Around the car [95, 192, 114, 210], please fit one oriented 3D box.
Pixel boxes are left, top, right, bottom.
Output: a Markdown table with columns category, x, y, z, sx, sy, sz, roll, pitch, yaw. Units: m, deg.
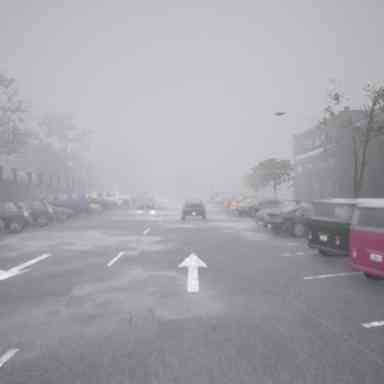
| category | x | y | z | sx | sy | sz | roll | pitch | yaw |
| --- | --- | --- | --- | --- | --- | --- | --- | --- | --- |
| car | -10.864 | 1.031 | 32.584 | 5.566 | 2.045 | 2.435 | -1 | 0 | -20 |

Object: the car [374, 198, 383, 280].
| category | x | y | z | sx | sy | sz | roll | pitch | yaw |
| --- | --- | --- | --- | --- | --- | --- | --- | --- | --- |
| car | 5.987 | 1.205 | 5.097 | 5.566 | 2.045 | 2.435 | 1 | 1 | -20 |

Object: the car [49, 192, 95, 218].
| category | x | y | z | sx | sy | sz | roll | pitch | yaw |
| --- | --- | --- | --- | --- | --- | --- | --- | --- | --- |
| car | -10.933 | 1.070 | 26.521 | 5.566 | 2.045 | 2.435 | -1 | 1 | -20 |

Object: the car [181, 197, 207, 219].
| category | x | y | z | sx | sy | sz | roll | pitch | yaw |
| --- | --- | --- | --- | --- | --- | --- | --- | --- | --- |
| car | 0.146 | 1.337 | 27.382 | 1.837 | 1.490 | 4.892 | 0 | 1 | 0 |

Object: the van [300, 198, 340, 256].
| category | x | y | z | sx | sy | sz | roll | pitch | yaw |
| --- | --- | --- | --- | --- | --- | --- | --- | --- | --- |
| van | 6.129 | 1.196 | 11.073 | 4.442 | 1.987 | 1.878 | 1 | 0 | -20 |

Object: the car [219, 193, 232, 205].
| category | x | y | z | sx | sy | sz | roll | pitch | yaw |
| --- | --- | --- | --- | --- | --- | --- | --- | --- | --- |
| car | 6.232 | 1.253 | 37.731 | 5.366 | 1.575 | 1.946 | 1 | 0 | -20 |

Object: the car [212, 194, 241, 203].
| category | x | y | z | sx | sy | sz | roll | pitch | yaw |
| --- | --- | --- | --- | --- | --- | --- | --- | --- | --- |
| car | 6.097 | 1.162 | 58.371 | 4.674 | 1.452 | 2.002 | 1 | 0 | -20 |

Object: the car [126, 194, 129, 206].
| category | x | y | z | sx | sy | sz | roll | pitch | yaw |
| --- | --- | --- | --- | --- | --- | --- | --- | --- | --- |
| car | -10.849 | 1.254 | 41.657 | 4.792 | 1.488 | 2.163 | -1 | 0 | -20 |

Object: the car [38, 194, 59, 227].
| category | x | y | z | sx | sy | sz | roll | pitch | yaw |
| --- | --- | --- | --- | --- | --- | --- | --- | --- | --- |
| car | -10.885 | 1.233 | 20.496 | 4.553 | 1.767 | 2.185 | -1 | 1 | -20 |

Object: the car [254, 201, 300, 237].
| category | x | y | z | sx | sy | sz | roll | pitch | yaw |
| --- | --- | --- | --- | --- | --- | --- | --- | --- | --- |
| car | 6.027 | 1.386 | 16.942 | 4.892 | 1.521 | 2.231 | 1 | 0 | -20 |

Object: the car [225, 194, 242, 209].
| category | x | y | z | sx | sy | sz | roll | pitch | yaw |
| --- | --- | --- | --- | --- | --- | --- | --- | --- | --- |
| car | 6.221 | 1.290 | 31.814 | 5.366 | 1.575 | 1.946 | 1 | 0 | -20 |

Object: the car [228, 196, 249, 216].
| category | x | y | z | sx | sy | sz | roll | pitch | yaw |
| --- | --- | --- | --- | --- | --- | --- | --- | --- | --- |
| car | 6.023 | 1.339 | 28.768 | 4.792 | 1.488 | 2.163 | 1 | 1 | -20 |

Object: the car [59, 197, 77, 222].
| category | x | y | z | sx | sy | sz | roll | pitch | yaw |
| --- | --- | --- | --- | --- | --- | --- | --- | --- | --- |
| car | -10.877 | 1.369 | 23.521 | 4.792 | 1.488 | 2.163 | -1 | 0 | -20 |

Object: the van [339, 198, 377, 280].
| category | x | y | z | sx | sy | sz | roll | pitch | yaw |
| --- | --- | --- | --- | --- | --- | --- | --- | --- | --- |
| van | 6.124 | 1.214 | 8.114 | 4.442 | 1.987 | 1.878 | 1 | 0 | -20 |

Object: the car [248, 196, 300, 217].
| category | x | y | z | sx | sy | sz | roll | pitch | yaw |
| --- | --- | --- | --- | --- | --- | --- | --- | --- | --- |
| car | 6.063 | 1.241 | 19.916 | 4.553 | 1.767 | 2.185 | 1 | 1 | -20 |

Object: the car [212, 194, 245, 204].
| category | x | y | z | sx | sy | sz | roll | pitch | yaw |
| --- | --- | --- | --- | --- | --- | --- | --- | --- | --- |
| car | 6.098 | 1.142 | 55.414 | 4.892 | 1.521 | 2.231 | 1 | 1 | -20 |

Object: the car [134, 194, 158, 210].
| category | x | y | z | sx | sy | sz | roll | pitch | yaw |
| --- | --- | --- | --- | --- | --- | --- | --- | --- | --- |
| car | -5.031 | 1.268 | 38.059 | 1.837 | 1.490 | 4.892 | 0 | 0 | 0 |

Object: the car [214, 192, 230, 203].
| category | x | y | z | sx | sy | sz | roll | pitch | yaw |
| --- | --- | --- | --- | --- | --- | --- | --- | --- | --- |
| car | 6.079 | 1.199 | 46.543 | 4.892 | 1.521 | 2.231 | 1 | 1 | -20 |

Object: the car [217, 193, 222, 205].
| category | x | y | z | sx | sy | sz | roll | pitch | yaw |
| --- | --- | --- | --- | --- | --- | --- | --- | --- | --- |
| car | 6.064 | 1.235 | 40.627 | 5.008 | 1.535 | 2.097 | 1 | 1 | -20 |

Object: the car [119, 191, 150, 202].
| category | x | y | z | sx | sy | sz | roll | pitch | yaw |
| --- | --- | --- | --- | --- | --- | --- | --- | --- | --- |
| car | -10.868 | 0.840 | 62.781 | 5.566 | 2.045 | 2.435 | -1 | 1 | -20 |

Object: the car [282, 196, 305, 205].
| category | x | y | z | sx | sy | sz | roll | pitch | yaw |
| --- | --- | --- | --- | --- | --- | --- | --- | --- | --- |
| car | 22.587 | 1.835 | 74.069 | 1.946 | 1.575 | 5.366 | 2 | 1 | -21 |

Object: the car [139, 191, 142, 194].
| category | x | y | z | sx | sy | sz | roll | pitch | yaw |
| --- | --- | --- | --- | --- | --- | --- | --- | --- | --- |
| car | -10.891 | 1.023 | 53.726 | 4.553 | 1.767 | 2.185 | -1 | 0 | -20 |

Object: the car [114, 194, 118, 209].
| category | x | y | z | sx | sy | sz | roll | pitch | yaw |
| --- | --- | --- | --- | --- | --- | --- | --- | --- | --- |
| car | -10.874 | 1.264 | 35.592 | 4.892 | 1.521 | 2.231 | -1 | 1 | -20 |

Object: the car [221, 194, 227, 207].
| category | x | y | z | sx | sy | sz | roll | pitch | yaw |
| --- | --- | --- | --- | --- | --- | --- | --- | --- | --- |
| car | 6.056 | 1.272 | 34.698 | 5.008 | 1.535 | 2.097 | 1 | 0 | -20 |

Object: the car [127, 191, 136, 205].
| category | x | y | z | sx | sy | sz | roll | pitch | yaw |
| --- | --- | --- | --- | --- | --- | --- | --- | --- | --- |
| car | -10.850 | 0.954 | 44.679 | 5.566 | 2.045 | 2.435 | -1 | 0 | -20 |

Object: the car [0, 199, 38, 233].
| category | x | y | z | sx | sy | sz | roll | pitch | yaw |
| --- | --- | --- | --- | --- | --- | --- | --- | --- | --- |
| car | -10.882 | 1.252 | 17.467 | 4.553 | 1.767 | 2.185 | -1 | 1 | -20 |

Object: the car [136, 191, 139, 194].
| category | x | y | z | sx | sy | sz | roll | pitch | yaw |
| --- | --- | --- | --- | --- | --- | --- | --- | --- | --- |
| car | -10.889 | 1.042 | 50.698 | 4.553 | 1.767 | 2.185 | -1 | 0 | -20 |

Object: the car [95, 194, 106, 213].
| category | x | y | z | sx | sy | sz | roll | pitch | yaw |
| --- | --- | --- | --- | --- | --- | --- | --- | --- | --- |
| car | -10.724 | 1.296 | 29.623 | 5.366 | 1.575 | 1.946 | -1 | 0 | -20 |

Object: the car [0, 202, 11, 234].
| category | x | y | z | sx | sy | sz | roll | pitch | yaw |
| --- | --- | --- | --- | --- | --- | --- | --- | --- | --- |
| car | -10.931 | 1.397 | 14.448 | 4.892 | 1.521 | 2.231 | -1 | 0 | -20 |

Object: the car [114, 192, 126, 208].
| category | x | y | z | sx | sy | sz | roll | pitch | yaw |
| --- | --- | --- | --- | --- | --- | --- | --- | --- | --- |
| car | -10.915 | 0.993 | 38.612 | 5.566 | 2.045 | 2.435 | -1 | 1 | -20 |

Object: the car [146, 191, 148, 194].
| category | x | y | z | sx | sy | sz | roll | pitch | yaw |
| --- | --- | --- | --- | --- | --- | --- | --- | --- | --- |
| car | -10.855 | 1.111 | 59.779 | 4.892 | 1.521 | 2.231 | -1 | 0 | -20 |

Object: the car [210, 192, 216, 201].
| category | x | y | z | sx | sy | sz | roll | pitch | yaw |
| --- | --- | --- | --- | --- | --- | --- | --- | --- | --- |
| car | 5.912 | 1.174 | 49.426 | 5.366 | 1.575 | 1.946 | 1 | 1 | -20 |

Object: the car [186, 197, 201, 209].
| category | x | y | z | sx | sy | sz | roll | pitch | yaw |
| --- | --- | --- | --- | --- | --- | --- | --- | --- | --- |
| car | 0.169 | 1.336 | 42.470 | 1.895 | 1.301 | 4.718 | 0 | 0 | 0 |

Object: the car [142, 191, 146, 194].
| category | x | y | z | sx | sy | sz | roll | pitch | yaw |
| --- | --- | --- | --- | --- | --- | --- | --- | --- | --- |
| car | -10.825 | 1.003 | 56.763 | 4.553 | 1.767 | 2.185 | -1 | 1 | -20 |
